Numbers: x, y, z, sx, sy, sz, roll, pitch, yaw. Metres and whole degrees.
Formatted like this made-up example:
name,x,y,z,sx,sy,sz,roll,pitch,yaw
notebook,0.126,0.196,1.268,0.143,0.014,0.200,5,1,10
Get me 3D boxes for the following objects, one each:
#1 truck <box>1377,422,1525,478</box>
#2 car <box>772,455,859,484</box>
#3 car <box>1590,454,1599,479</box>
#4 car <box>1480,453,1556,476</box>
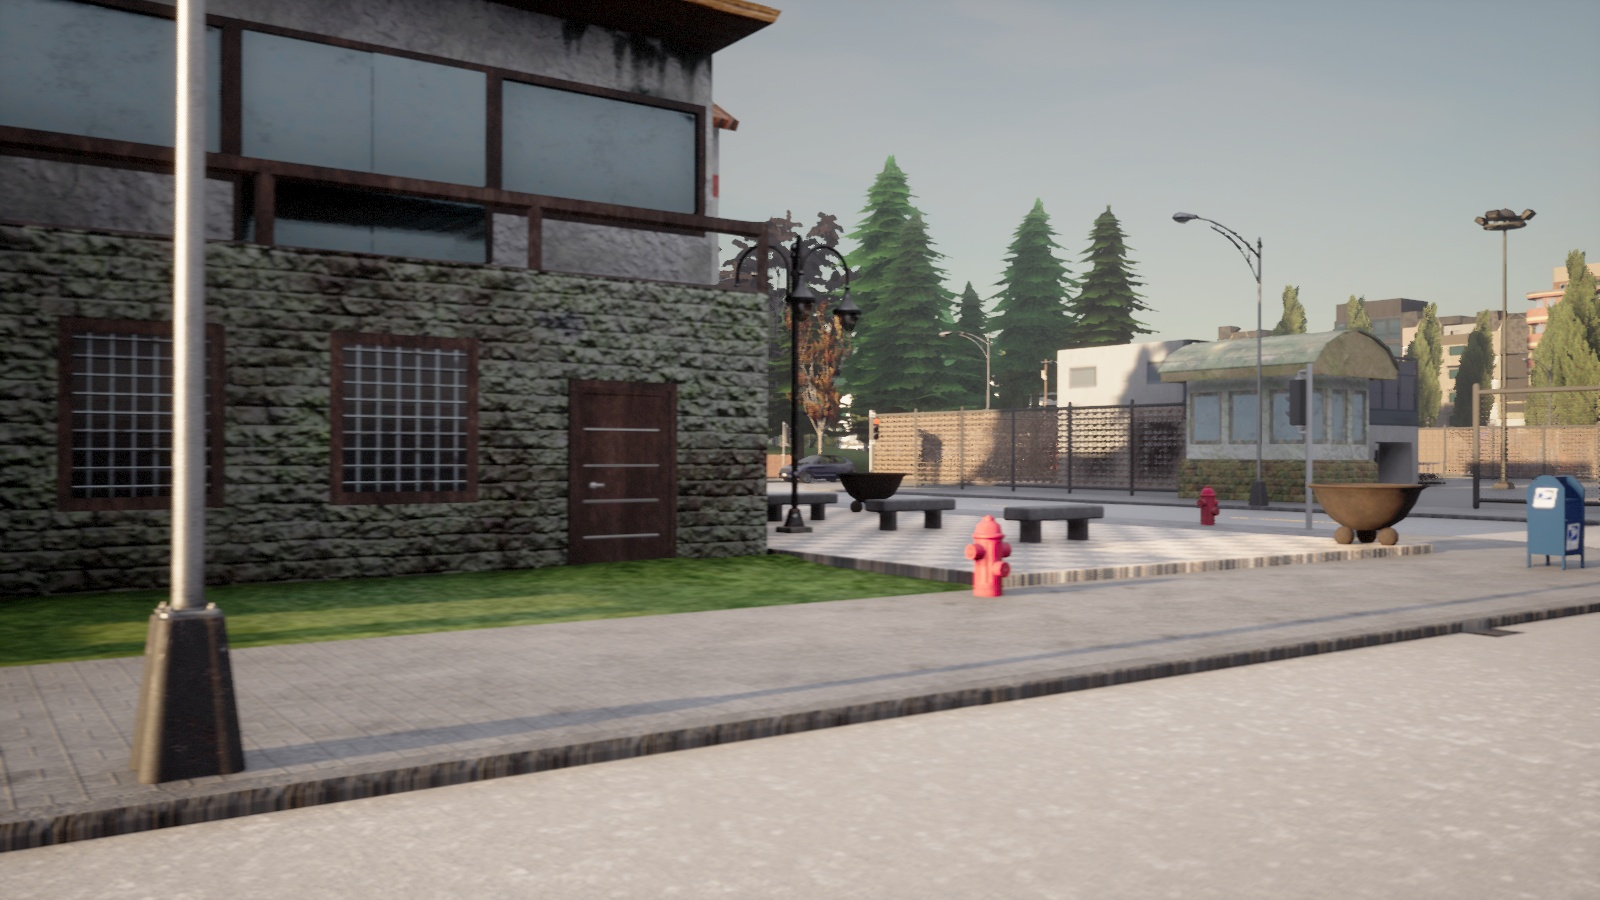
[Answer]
name,x,y,z,sx,sy,sz,roll,pitch,yaw
truck,41.741,0.001,80.661,7.936,3.462,2.891,0,0,42
car,0.808,0.976,64.910,4.193,1.474,1.816,0,0,-35
car,48.573,0.954,72.285,1.837,1.490,4.892,0,0,-35
car,46.769,0.948,81.855,1.970,1.475,3.806,0,0,-35
